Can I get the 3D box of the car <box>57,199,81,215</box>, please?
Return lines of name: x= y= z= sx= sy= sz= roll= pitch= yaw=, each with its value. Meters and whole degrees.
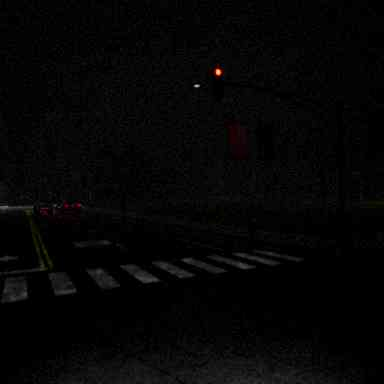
car: x=-16.305 y=1.911 z=44.530 sx=2.150 sy=2.045 sz=5.566 roll=-1 pitch=-1 yaw=-27

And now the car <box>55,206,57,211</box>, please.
car: x=-20.986 y=2.457 z=53.786 sx=1.895 sy=1.301 sz=4.718 roll=-1 pitch=-1 yaw=-27

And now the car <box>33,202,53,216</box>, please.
car: x=-19.187 y=2.226 z=43.033 sx=1.837 sy=1.490 sz=4.892 roll=-1 pitch=-1 yaw=-27
